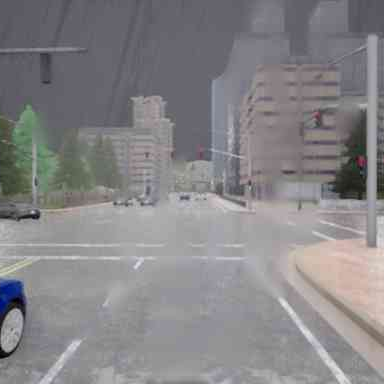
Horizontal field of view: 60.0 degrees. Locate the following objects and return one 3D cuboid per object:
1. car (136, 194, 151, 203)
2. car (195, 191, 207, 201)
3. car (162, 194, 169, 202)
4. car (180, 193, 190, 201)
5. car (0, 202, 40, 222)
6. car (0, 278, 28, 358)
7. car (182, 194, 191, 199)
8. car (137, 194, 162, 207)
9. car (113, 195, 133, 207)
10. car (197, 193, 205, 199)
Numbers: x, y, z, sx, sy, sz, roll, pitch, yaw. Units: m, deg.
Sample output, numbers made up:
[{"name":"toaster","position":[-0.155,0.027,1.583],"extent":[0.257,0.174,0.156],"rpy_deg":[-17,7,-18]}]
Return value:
[{"name":"car","position":[-8.848,1.139,60.727],"extent":[1.812,1.442,4.674],"rpy_deg":[0,1,2]},{"name":"car","position":[1.920,0.780,70.908],"extent":[2.150,2.045,5.566],"rpy_deg":[0,0,1]},{"name":"car","position":[-5.313,1.101,61.822],"extent":[2.128,1.511,4.902],"rpy_deg":[0,0,2]},{"name":"car","position":[-1.572,1.028,71.304],"extent":[1.882,1.535,5.008],"rpy_deg":[0,0,1]},{"name":"car","position":[-13.325,1.398,24.441],"extent":[4.181,1.385,1.994],"rpy_deg":[0,0,18]},{"name":"car","position":[-3.365,1.455,2.908],"extent":[1.882,1.535,5.008],"rpy_deg":[0,0,1]},{"name":"car","position":[-1.362,1.089,80.702],"extent":[1.895,1.301,4.718],"rpy_deg":[0,0,1]},{"name":"car","position":[-5.751,1.206,44.733],"extent":[2.128,1.511,4.902],"rpy_deg":[0,0,1]},{"name":"car","position":[-9.250,1.203,44.810],"extent":[2.128,1.511,4.902],"rpy_deg":[0,0,1]},{"name":"car","position":[2.137,1.022,80.593],"extent":[1.812,1.442,4.674],"rpy_deg":[0,0,1]}]
